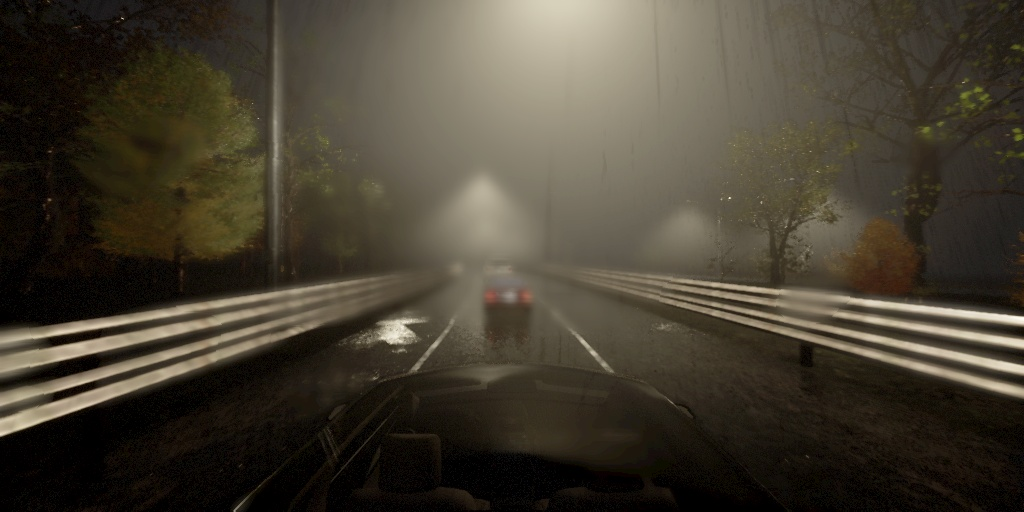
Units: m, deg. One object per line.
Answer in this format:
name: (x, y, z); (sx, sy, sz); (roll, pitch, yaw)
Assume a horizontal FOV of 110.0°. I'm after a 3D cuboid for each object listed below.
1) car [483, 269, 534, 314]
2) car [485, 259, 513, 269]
car: (-0.194, 1.424, 14.488); (2.033, 1.411, 5.357); (0, -1, -2)
car: (-1.030, 1.245, 29.615); (2.150, 2.045, 5.566); (0, 0, -4)
